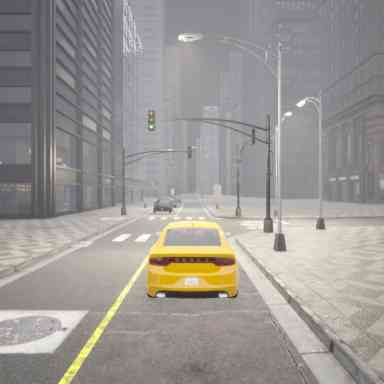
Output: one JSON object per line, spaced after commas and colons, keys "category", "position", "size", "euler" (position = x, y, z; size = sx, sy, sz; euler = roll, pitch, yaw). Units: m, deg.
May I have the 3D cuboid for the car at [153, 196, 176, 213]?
{"category": "car", "position": [-3.110, 1.479, 36.478], "size": [1.882, 1.535, 5.008], "euler": [0, 0, -1]}

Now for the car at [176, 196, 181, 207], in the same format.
{"category": "car", "position": [-3.105, 1.552, 47.541], "size": [2.033, 1.411, 5.357], "euler": [0, 0, 0]}

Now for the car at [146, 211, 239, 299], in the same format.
{"category": "car", "position": [0.028, 1.477, 8.541], "size": [1.882, 1.535, 5.008], "euler": [0, 0, 1]}
